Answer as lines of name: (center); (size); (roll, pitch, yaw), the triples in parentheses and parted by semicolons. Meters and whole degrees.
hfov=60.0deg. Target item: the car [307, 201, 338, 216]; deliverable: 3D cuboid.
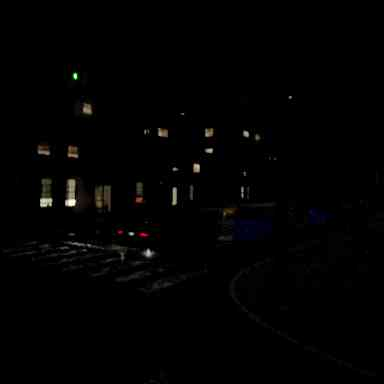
car: (13.552, 1.680, 34.305); (1.895, 1.301, 4.718); (1, 0, 35)

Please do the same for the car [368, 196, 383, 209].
car: (25.605, 1.478, 46.789); (2.192, 1.841, 5.009); (0, 0, 35)

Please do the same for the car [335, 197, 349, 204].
car: (31.350, 1.683, 69.556); (1.752, 1.417, 4.829); (0, 0, 35)

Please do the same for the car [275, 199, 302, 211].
car: (12.409, 1.584, 42.582); (1.887, 1.381, 4.507); (1, 0, 35)

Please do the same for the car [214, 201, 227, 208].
car: (2.792, 1.514, 28.885); (1.752, 1.417, 4.829); (1, 0, 35)

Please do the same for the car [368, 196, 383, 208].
car: (28.778, 1.498, 51.308); (2.192, 1.841, 5.009); (0, 0, 35)

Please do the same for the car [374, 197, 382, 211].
car: (22.430, 1.711, 42.270); (1.947, 1.339, 4.313); (0, 0, 35)

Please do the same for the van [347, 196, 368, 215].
van: (16.085, 1.450, 33.232); (1.690, 1.788, 3.998); (1, 0, 35)

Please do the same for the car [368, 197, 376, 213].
car: (19.355, 1.653, 37.890); (1.752, 1.417, 4.829); (0, 0, 35)

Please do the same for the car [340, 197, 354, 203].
car: (34.620, 1.747, 74.214); (1.947, 1.339, 4.313); (0, 0, 35)

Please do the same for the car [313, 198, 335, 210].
car: (18.652, 1.650, 46.787); (1.837, 1.490, 4.892); (1, 0, 35)

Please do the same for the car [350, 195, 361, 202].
car: (40.967, 1.667, 83.252); (1.967, 1.590, 4.097); (0, 0, 35)

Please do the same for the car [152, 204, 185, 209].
car: (-1.405, 1.464, 18.403); (1.882, 1.535, 5.008); (1, 0, 36)

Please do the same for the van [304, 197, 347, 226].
van: (9.739, 1.418, 24.194); (1.690, 1.788, 3.998); (1, 0, 35)

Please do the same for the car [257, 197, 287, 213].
car: (9.238, 1.462, 38.063); (1.967, 1.590, 4.097); (1, 0, 35)

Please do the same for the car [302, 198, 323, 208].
car: (18.755, 1.621, 51.619); (1.887, 1.381, 4.507); (0, 0, 35)

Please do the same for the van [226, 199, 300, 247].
van: (3.393, 1.389, 15.155); (1.690, 1.788, 3.998); (1, 0, 35)

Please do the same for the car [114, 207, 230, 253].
car: (-0.733, 1.559, 13.960); (2.033, 1.411, 5.357); (1, 0, 35)

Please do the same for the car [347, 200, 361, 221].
car: (12.910, 1.637, 28.712); (1.887, 1.381, 4.507); (1, 0, 35)
